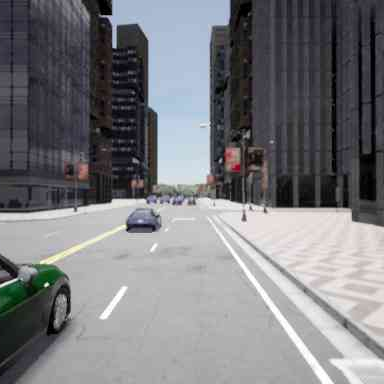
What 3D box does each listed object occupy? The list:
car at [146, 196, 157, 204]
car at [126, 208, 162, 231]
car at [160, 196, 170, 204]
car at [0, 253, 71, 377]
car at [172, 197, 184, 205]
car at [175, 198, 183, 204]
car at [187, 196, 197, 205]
[{"bbox_3d":[-9.770,1.901,80.382,2.150,2.045,5.566,0,0,0],"label":"car"},{"bbox_3d":[-3.155,1.778,22.385,1.994,1.385,4.181,0,-1,0],"label":"car"},{"bbox_3d":[-6.520,1.901,80.382,2.150,2.045,5.566,0,0,0],"label":"car"},{"bbox_3d":[-3.151,1.392,3.975,2.097,1.767,4.553,0,-1,0],"label":"car"},{"bbox_3d":[-3.269,2.147,72.870,1.812,1.442,4.674,0,0,0],"label":"car"},{"bbox_3d":[-3.272,2.244,84.636,2.033,1.411,5.357,0,0,0],"label":"car"},{"bbox_3d":[-0.019,2.147,72.871,1.812,1.442,4.674,0,0,0],"label":"car"}]
